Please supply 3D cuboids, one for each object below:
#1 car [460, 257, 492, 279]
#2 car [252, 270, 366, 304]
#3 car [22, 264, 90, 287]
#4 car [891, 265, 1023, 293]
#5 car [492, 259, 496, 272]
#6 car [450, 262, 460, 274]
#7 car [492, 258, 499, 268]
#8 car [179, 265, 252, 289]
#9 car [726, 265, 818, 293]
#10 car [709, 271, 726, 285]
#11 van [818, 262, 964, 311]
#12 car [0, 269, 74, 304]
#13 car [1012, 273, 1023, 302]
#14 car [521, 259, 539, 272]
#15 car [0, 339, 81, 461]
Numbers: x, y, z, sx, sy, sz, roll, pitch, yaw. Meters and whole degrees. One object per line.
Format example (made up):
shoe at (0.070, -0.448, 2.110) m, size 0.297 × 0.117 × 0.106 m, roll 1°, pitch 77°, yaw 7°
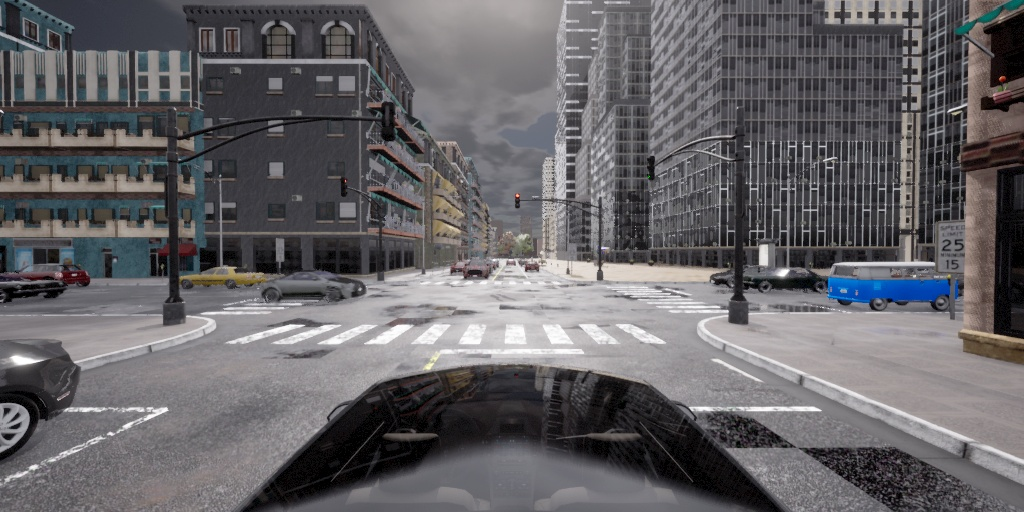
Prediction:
car at (-3.163, 1.097, 32.497) m, size 2.097 × 1.767 × 4.553 m, roll 0°, pitch 0°, yaw -1°
car at (-8.932, 1.352, 16.336) m, size 4.181 × 1.385 × 1.994 m, roll 0°, pitch 1°, yaw 0°
car at (-28.837, 1.189, 22.046) m, size 4.097 × 1.591 × 1.967 m, roll 0°, pitch 0°, yaw 0°
car at (24.593, 1.218, 19.686) m, size 5.357 × 1.411 × 2.033 m, roll 0°, pitch 1°, yaw 0°
car at (-3.211, 1.345, 41.527) m, size 1.895 × 1.301 × 4.718 m, roll 0°, pitch 0°, yaw 0°
car at (-5.801, 1.289, 40.215) m, size 1.888 × 1.381 × 4.507 m, roll 0°, pitch 0°, yaw 0°
car at (-3.237, 1.345, 51.590) m, size 1.895 × 1.301 × 4.718 m, roll 0°, pitch 0°, yaw 0°
car at (-17.939, 1.246, 22.096) m, size 4.829 × 1.417 × 1.751 m, roll 0°, pitch 0°, yaw 0°
car at (14.805, 1.289, 19.646) m, size 4.718 × 1.301 × 1.895 m, roll 0°, pitch 1°, yaw 0°
car at (14.619, 1.215, 22.244) m, size 4.313 × 1.339 × 1.948 m, roll 0°, pitch 0°, yaw 0°
van at (14.657, 1.117, 13.864) m, size 3.998 × 1.789 × 1.690 m, roll 0°, pitch 0°, yaw 0°
car at (-23.514, 1.424, 16.271) m, size 4.718 × 1.301 × 1.895 m, roll 0°, pitch 1°, yaw 0°
car at (20.325, 1.231, 16.468) m, size 4.892 × 1.490 × 1.837 m, roll 0°, pitch 1°, yaw 0°
car at (2.530, 1.289, 45.945) m, size 1.888 × 1.381 × 4.507 m, roll 0°, pitch 0°, yaw 0°
car at (-5.690, 1.300, 2.149) m, size 2.007 × 1.370 × 4.403 m, roll 0°, pitch 0°, yaw 0°
